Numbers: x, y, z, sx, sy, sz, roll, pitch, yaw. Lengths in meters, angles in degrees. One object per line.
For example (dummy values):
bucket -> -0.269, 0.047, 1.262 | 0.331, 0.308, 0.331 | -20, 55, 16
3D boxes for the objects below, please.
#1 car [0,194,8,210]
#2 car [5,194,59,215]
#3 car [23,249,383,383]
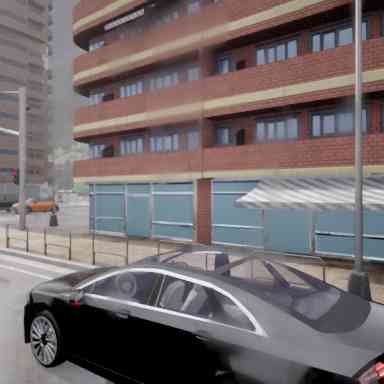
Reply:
car -> -20.174, 1.220, 35.029 | 2.150, 2.045, 5.566 | 0, 0, 35
car -> -16.249, 1.350, 34.471 | 2.097, 1.767, 4.553 | 0, 0, 36
car -> -0.172, 1.491, 4.112 | 4.902, 1.511, 2.128 | 0, 0, 35
